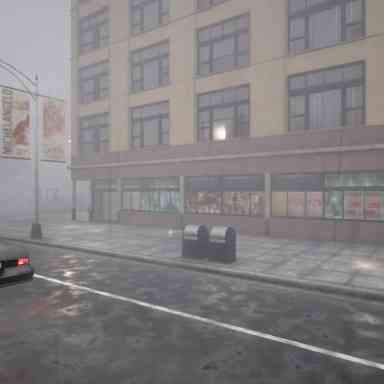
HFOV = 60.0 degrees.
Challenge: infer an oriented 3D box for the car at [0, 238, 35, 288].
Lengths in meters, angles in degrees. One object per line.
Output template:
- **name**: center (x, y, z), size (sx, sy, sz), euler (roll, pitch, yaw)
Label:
- **car**: center (-6.030, 1.547, 8.165), size (5.357, 1.411, 2.033), euler (0, 0, 35)
